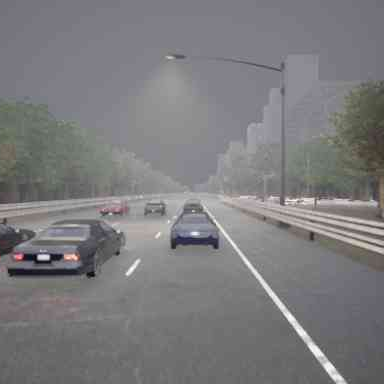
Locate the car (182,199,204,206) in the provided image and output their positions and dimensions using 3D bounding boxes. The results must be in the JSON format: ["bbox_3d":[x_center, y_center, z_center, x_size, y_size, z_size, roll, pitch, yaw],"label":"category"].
[{"bbox_3d":[0.117,1.447,31.805,1.837,1.490,4.892,0,0,0],"label":"car"}]

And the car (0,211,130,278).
[{"bbox_3d":[-3.397,1.538,10.115,2.033,1.411,5.357,0,0,0],"label":"car"}]

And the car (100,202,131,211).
[{"bbox_3d":[-6.884,1.547,30.347,1.895,1.301,4.718,0,0,0],"label":"car"}]

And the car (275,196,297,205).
[{"bbox_3d":[16.722,1.526,59.130,2.128,1.511,4.902,0,1,-33],"label":"car"}]

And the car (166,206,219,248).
[{"bbox_3d":[0.108,1.546,14.686,1.994,1.385,4.181,0,0,0],"label":"car"}]

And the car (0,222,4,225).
[{"bbox_3d":[-6.894,1.538,10.326,2.033,1.411,5.357,0,0,0],"label":"car"}]

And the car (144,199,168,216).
[{"bbox_3d":[-3.385,1.434,31.714,2.128,1.511,4.902,0,0,0],"label":"car"}]
